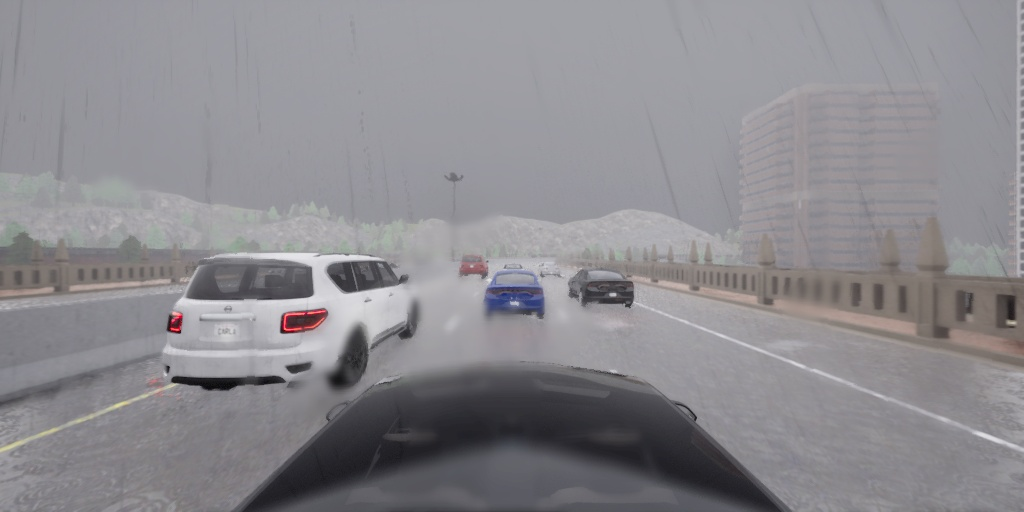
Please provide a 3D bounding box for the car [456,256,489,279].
[{"bbox_3d":[-3.393,0.975,32.965,2.150,2.045,5.566,0,0,0],"label":"car"}]

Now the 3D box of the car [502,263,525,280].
[{"bbox_3d":[0.106,1.355,32.129,1.895,1.301,4.718,0,0,0],"label":"car"}]

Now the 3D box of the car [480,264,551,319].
[{"bbox_3d":[0.104,1.229,12.799,1.882,1.535,5.008,0,0,0],"label":"car"}]

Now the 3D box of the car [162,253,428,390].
[{"bbox_3d":[-3.410,0.972,6.950,2.150,2.045,5.566,0,0,0],"label":"car"}]

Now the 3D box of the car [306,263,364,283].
[{"bbox_3d":[-14.093,1.301,28.951,2.033,1.411,5.357,0,0,0],"label":"car"}]

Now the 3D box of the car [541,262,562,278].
[{"bbox_3d":[3.595,1.280,34.315,1.812,1.442,4.674,0,0,0],"label":"car"}]

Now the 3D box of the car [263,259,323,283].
[{"bbox_3d":[-17.589,1.105,29.159,2.097,1.767,4.553,0,0,0],"label":"car"}]

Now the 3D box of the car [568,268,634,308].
[{"bbox_3d":[3.604,1.229,15.272,1.882,1.535,5.008,0,0,0],"label":"car"}]
